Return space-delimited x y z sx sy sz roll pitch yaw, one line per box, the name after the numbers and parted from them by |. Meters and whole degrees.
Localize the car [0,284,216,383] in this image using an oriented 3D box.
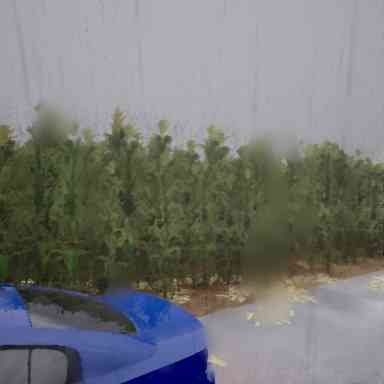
-2.138 1.467 1.983 5.008 1.535 1.882 1 0 -35 | car
